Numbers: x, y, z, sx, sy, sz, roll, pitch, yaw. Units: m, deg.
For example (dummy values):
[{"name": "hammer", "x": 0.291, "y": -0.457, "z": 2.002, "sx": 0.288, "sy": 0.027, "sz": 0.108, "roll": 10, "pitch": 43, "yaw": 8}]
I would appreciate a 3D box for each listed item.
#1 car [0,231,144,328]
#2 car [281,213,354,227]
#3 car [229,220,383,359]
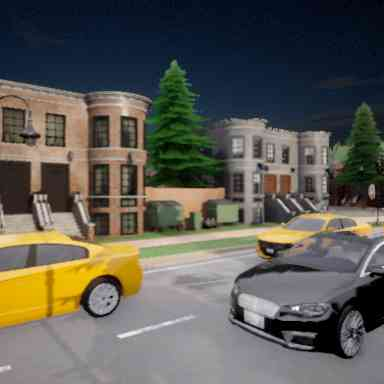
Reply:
[{"name": "car", "x": -3.299, "y": 1.510, "z": 5.912, "sx": 5.008, "sy": 1.535, "sz": 1.882, "roll": 0, "pitch": 0, "yaw": -37}, {"name": "car", "x": 4.381, "y": 1.522, "z": 11.629, "sx": 5.008, "sy": 1.535, "sz": 1.882, "roll": 0, "pitch": 0, "yaw": -37}, {"name": "car", "x": 2.831, "y": 1.515, "z": 6.114, "sx": 4.902, "sy": 1.511, "sz": 2.128, "roll": 0, "pitch": 0, "yaw": -37}]
